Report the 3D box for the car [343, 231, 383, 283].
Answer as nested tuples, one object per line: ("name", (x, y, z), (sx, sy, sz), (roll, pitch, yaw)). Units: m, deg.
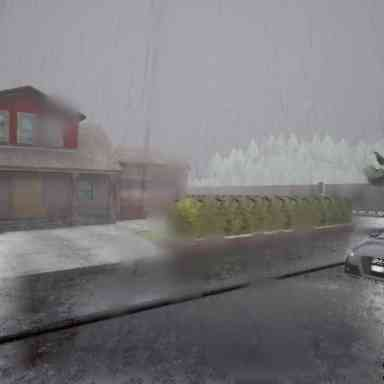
("car", (5.877, 1.579, 8.753), (4.181, 1.385, 1.994), (0, 0, -35))
